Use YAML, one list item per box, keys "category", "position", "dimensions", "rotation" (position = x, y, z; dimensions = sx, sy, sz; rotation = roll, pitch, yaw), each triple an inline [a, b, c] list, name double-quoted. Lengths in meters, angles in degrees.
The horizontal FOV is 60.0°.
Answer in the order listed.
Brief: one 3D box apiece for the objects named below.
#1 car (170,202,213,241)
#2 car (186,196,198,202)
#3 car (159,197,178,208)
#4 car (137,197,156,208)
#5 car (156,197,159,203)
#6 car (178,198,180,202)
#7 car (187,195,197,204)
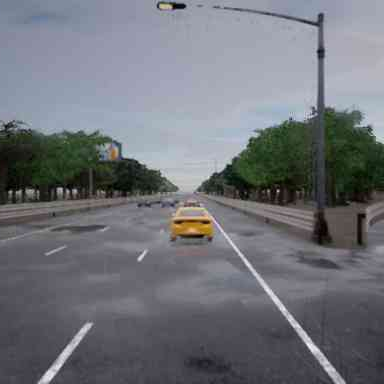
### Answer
- category: "car"
  position: [-0.003, 1.490, 16.734]
  dimensions: [1.882, 1.535, 5.008]
  rotation: [0, 0, 0]
- category: "car"
  position: [-0.006, 1.598, 41.004]
  dimensions: [1.812, 1.442, 4.674]
  rotation: [0, 0, 0]
- category: "car"
  position: [-3.506, 1.626, 50.094]
  dimensions: [1.812, 1.442, 4.674]
  rotation: [0, 0, 0]
- category: "car"
  position: [-7.006, 1.701, 50.170]
  dimensions: [1.895, 1.301, 4.718]
  rotation: [0, 0, 0]
- category: "car"
  position: [-6.972, 1.705, 66.736]
  dimensions: [1.994, 1.385, 4.181]
  rotation: [0, 0, 1]
- category: "car"
  position: [-3.478, 1.746, 67.141]
  dimensions: [1.895, 1.301, 4.718]
  rotation: [0, 0, 1]
- category: "car"
  position: [0.029, 1.497, 66.989]
  dimensions: [2.097, 1.767, 4.553]
  rotation: [0, 0, 1]
